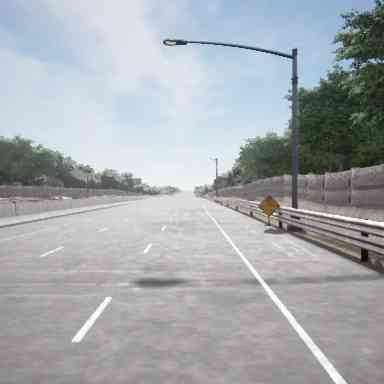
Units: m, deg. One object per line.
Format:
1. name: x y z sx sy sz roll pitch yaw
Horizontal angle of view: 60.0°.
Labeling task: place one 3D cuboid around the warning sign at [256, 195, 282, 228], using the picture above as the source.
1. warning sign: 4.550 1.113 19.655 1.300 1.860 1.060 0 0 0
